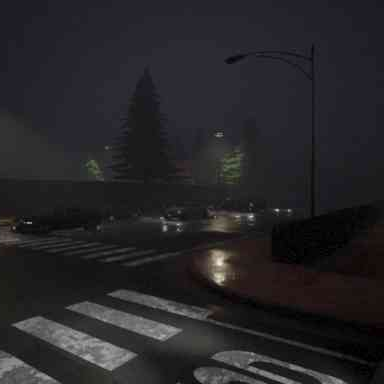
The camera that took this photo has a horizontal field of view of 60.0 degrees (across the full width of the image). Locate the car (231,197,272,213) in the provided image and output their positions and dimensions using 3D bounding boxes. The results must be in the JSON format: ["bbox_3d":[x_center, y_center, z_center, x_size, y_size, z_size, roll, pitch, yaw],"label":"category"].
[{"bbox_3d":[6.722,1.350,37.128,2.097,1.767,4.553,0,0,37],"label":"car"}]

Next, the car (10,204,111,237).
[{"bbox_3d":[-7.198,1.490,18.136,2.128,1.511,4.902,0,0,36],"label":"car"}]

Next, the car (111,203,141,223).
[{"bbox_3d":[-5.914,1.562,25.830,1.994,1.385,4.181,0,0,36],"label":"car"}]

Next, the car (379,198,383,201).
[{"bbox_3d":[30.616,1.525,51.277,4.674,1.442,1.812,0,0,-30],"label":"car"}]

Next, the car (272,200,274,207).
[{"bbox_3d":[10.594,1.562,47.943,1.994,1.385,4.181,0,0,38],"label":"car"}]

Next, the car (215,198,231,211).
[{"bbox_3d":[4.512,1.489,40.027,2.128,1.511,4.902,0,0,37],"label":"car"}]

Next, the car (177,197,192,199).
[{"bbox_3d":[-0.880,1.350,32.713,2.097,1.767,4.553,0,0,36],"label":"car"}]

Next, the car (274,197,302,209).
[{"bbox_3d":[13.623,1.476,46.138,1.882,1.535,5.008,0,0,39],"label":"car"}]

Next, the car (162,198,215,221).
[{"bbox_3d":[-0.364,1.524,27.494,1.812,1.442,4.674,0,0,36],"label":"car"}]

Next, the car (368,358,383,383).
[{"bbox_3d":[3.468,1.601,1.553,4.718,1.301,1.895,0,0,37],"label":"car"}]
